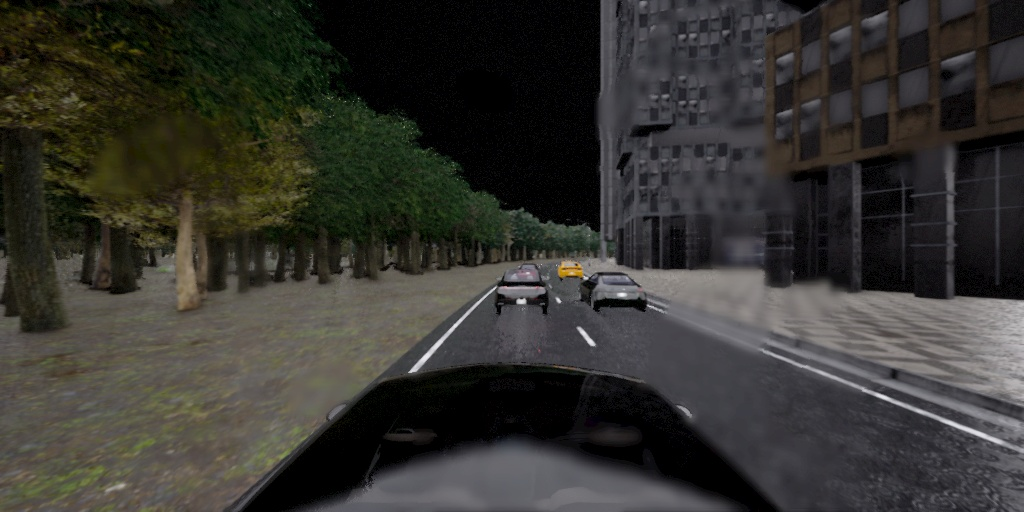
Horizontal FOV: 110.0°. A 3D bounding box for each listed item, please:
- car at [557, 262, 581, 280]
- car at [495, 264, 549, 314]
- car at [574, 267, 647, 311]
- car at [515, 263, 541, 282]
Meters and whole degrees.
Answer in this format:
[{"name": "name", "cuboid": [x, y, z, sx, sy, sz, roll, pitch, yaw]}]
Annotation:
[{"name": "car", "cuboid": [5.028, 1.229, 31.247, 1.882, 1.535, 5.008, 0, 0, 5]}, {"name": "car", "cuboid": [0.394, 1.251, 13.872, 2.128, 1.511, 4.902, 0, 0, 2]}, {"name": "car", "cuboid": [3.930, 1.328, 14.541, 1.994, 1.385, 4.181, 0, 0, 2]}, {"name": "car", "cuboid": [1.438, 1.316, 30.330, 1.994, 1.385, 4.181, 0, 0, 5]}]
